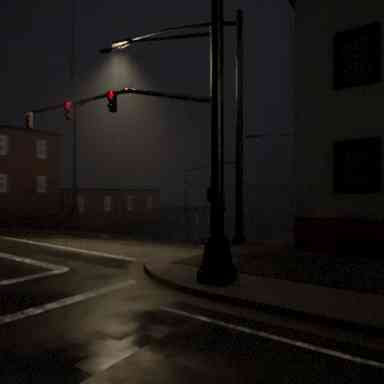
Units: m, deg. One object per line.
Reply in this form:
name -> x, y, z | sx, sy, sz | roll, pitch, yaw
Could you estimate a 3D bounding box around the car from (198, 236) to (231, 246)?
car -> 2.450, 5.195, 34.324 | 1.994, 1.385, 4.181 | 0, -16, 35
